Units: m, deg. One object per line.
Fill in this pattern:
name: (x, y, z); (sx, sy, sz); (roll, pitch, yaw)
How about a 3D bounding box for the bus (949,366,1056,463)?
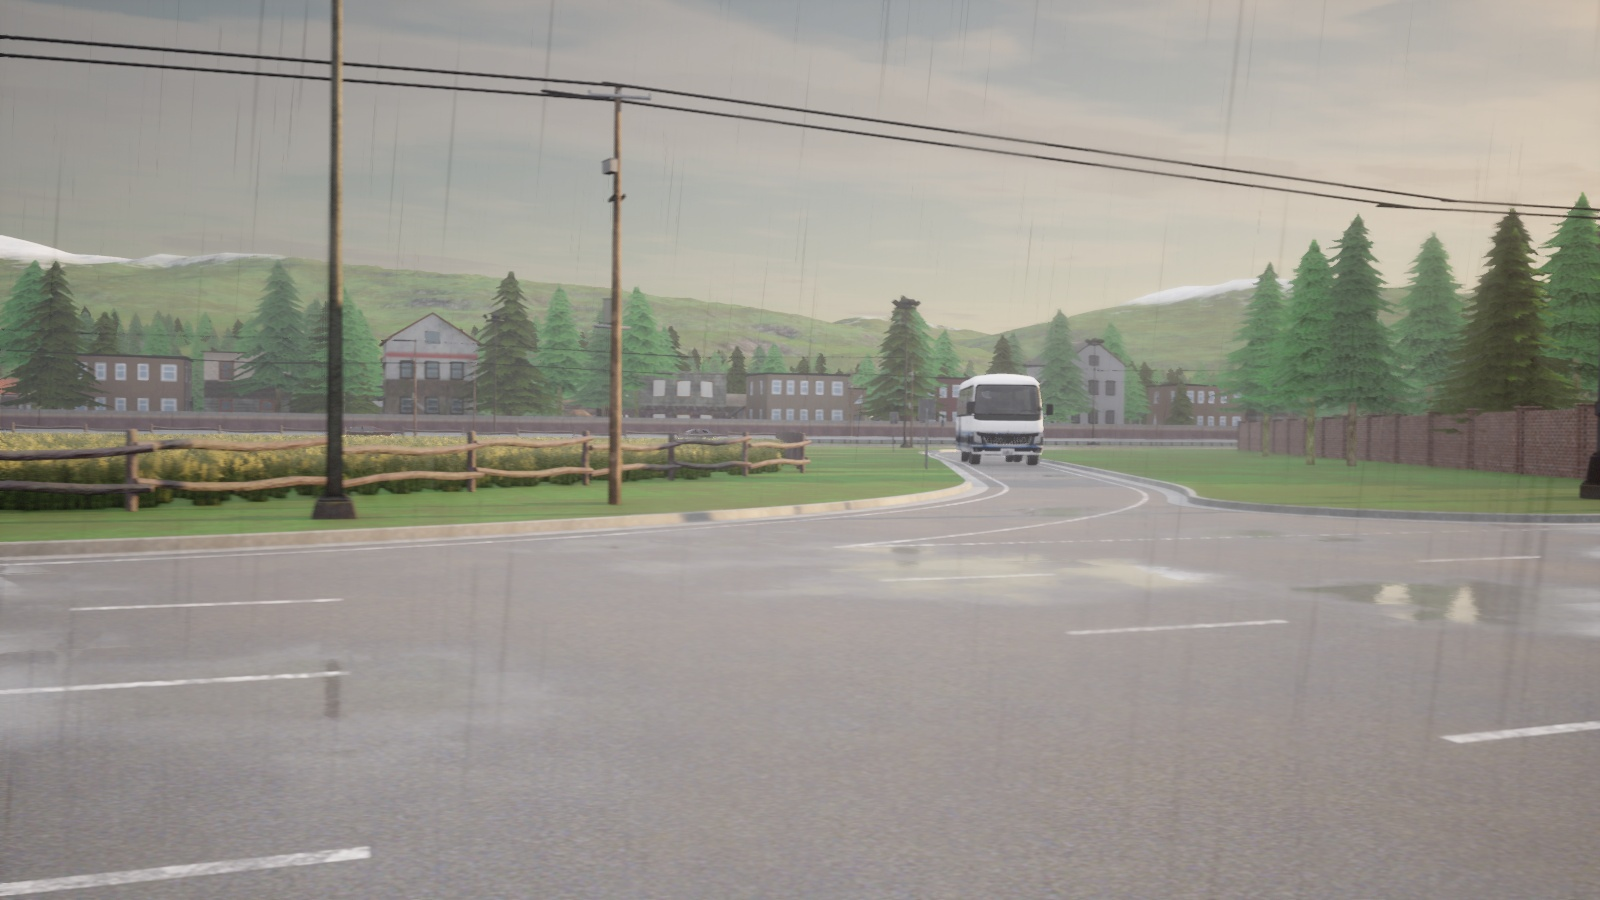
bus: (9.572, -1.670, 60.639); (3.944, 4.253, 10.273); (-1, 1, 3)
